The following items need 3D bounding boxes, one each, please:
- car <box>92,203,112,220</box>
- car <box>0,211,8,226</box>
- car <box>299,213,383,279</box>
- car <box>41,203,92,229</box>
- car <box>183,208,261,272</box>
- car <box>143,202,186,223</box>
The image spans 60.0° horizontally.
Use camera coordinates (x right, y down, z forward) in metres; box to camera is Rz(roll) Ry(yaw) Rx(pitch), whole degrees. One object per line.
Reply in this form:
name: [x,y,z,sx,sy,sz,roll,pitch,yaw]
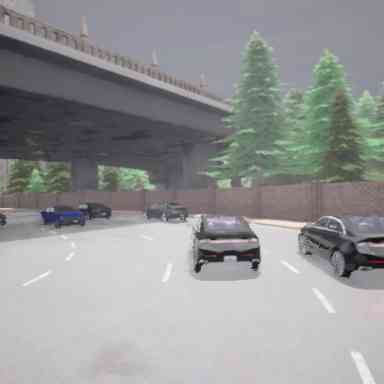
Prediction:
car: [-8.823,1.673,28.848,1.882,1.535,5.008,-1,0,-42]
car: [-16.045,1.892,25.970,4.892,1.490,1.837,-1,0,43]
car: [4.549,1.360,9.625,2.128,1.511,4.902,-1,0,2]
car: [-9.221,1.689,23.676,1.882,1.535,5.008,-1,0,-40]
car: [0.887,1.454,10.736,2.128,1.511,4.902,-1,0,-2]
car: [-2.156,1.528,26.265,1.837,1.490,4.892,-1,0,-36]
